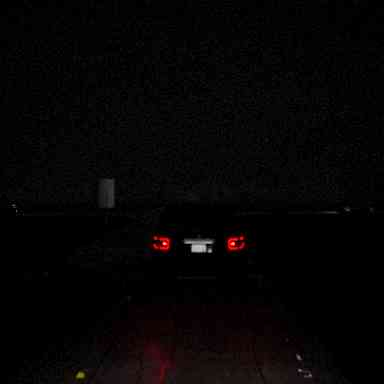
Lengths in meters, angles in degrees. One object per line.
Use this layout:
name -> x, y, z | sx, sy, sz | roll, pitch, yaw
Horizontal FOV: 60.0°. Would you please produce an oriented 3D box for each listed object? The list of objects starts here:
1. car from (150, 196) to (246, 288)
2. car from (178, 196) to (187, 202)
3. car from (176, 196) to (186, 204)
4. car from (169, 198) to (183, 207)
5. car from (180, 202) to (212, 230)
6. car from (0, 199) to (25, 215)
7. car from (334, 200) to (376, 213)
car -> 0.155, 1.230, 9.435 | 2.150, 2.045, 5.566 | 0, 0, 0
car -> -2.242, 1.641, 83.141 | 2.033, 1.411, 5.357 | 0, 0, 0
car -> -2.325, 1.569, 69.336 | 1.882, 1.535, 5.008 | 0, 0, 0
car -> -2.506, 1.628, 53.688 | 1.994, 1.385, 4.181 | 0, 0, 0
car -> 0.189, 1.498, 22.375 | 1.882, 1.535, 5.008 | 0, 0, -1
car -> -19.753, 1.479, 34.286 | 4.553, 1.767, 2.097 | 0, -1, 0
car -> 18.161, 1.573, 37.204 | 4.181, 1.385, 1.994 | 0, -1, 0
